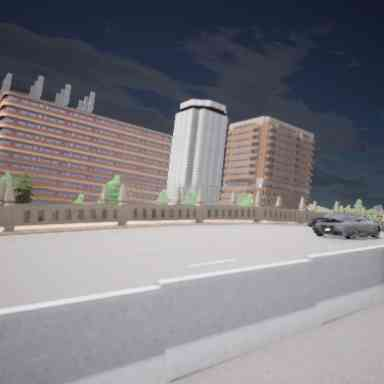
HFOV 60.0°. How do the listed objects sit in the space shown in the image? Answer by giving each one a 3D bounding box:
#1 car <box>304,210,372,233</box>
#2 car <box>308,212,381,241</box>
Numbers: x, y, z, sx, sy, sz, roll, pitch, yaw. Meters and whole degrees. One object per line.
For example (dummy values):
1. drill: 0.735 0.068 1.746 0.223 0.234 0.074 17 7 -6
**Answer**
1. car: 10.859 2.195 24.541 5.357 1.411 2.033 5 -3 -35
2. car: 8.821 1.913 18.824 4.181 1.385 1.994 4 -2 -35
